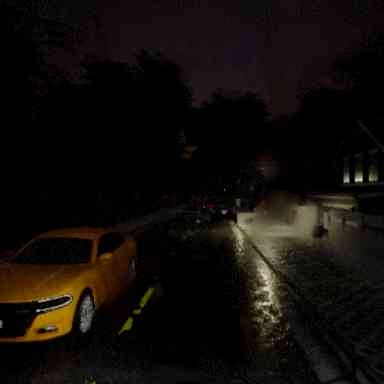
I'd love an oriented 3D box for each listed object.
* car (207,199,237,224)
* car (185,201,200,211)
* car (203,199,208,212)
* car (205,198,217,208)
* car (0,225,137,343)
[{"bbox_3d":[2.559,1.625,27.500,2.097,1.767,4.553,-2,-1,4],"label":"car"},{"bbox_3d":[0.190,2.090,50.103,1.812,1.442,4.674,0,-1,4],"label":"car"},{"bbox_3d":[2.680,2.054,47.088,1.837,1.490,4.892,0,0,4],"label":"car"},{"bbox_3d":[3.505,2.080,61.745,2.097,1.767,4.553,0,-1,4],"label":"car"},{"bbox_3d":[-2.495,1.523,6.954,1.882,1.535,5.008,0,-1,4],"label":"car"}]
